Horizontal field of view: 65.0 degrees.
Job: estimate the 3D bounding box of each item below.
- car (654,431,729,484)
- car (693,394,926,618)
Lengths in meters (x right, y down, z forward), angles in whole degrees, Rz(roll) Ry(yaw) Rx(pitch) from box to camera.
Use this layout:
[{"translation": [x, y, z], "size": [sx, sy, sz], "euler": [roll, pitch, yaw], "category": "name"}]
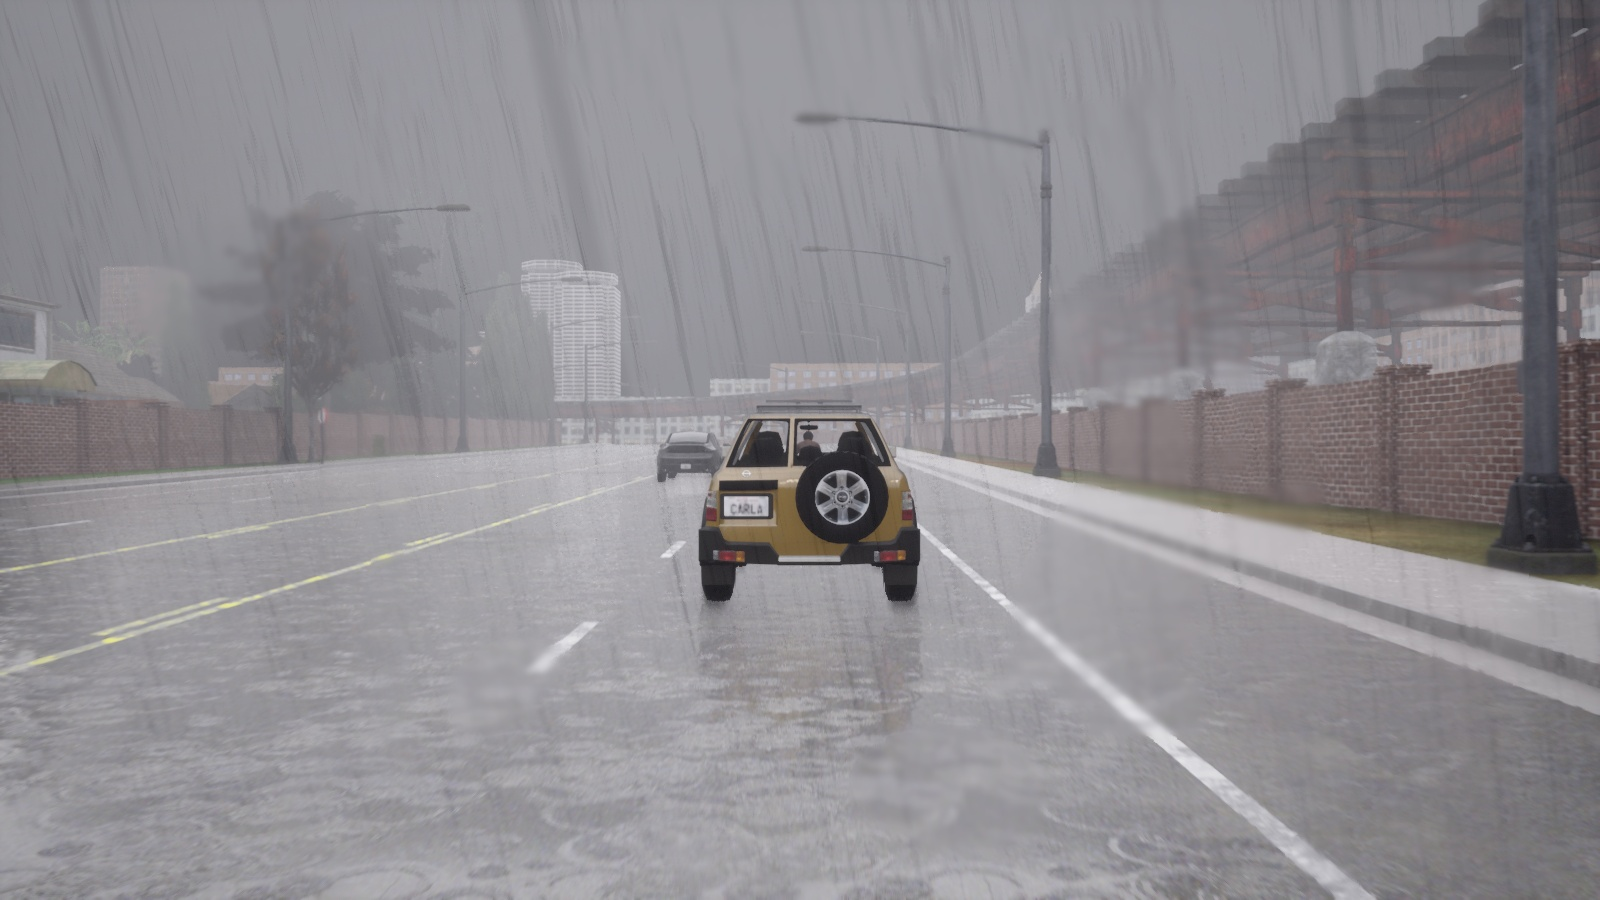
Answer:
[{"translation": [-3.258, 0.182, 38.410], "size": [1.837, 1.490, 4.892], "euler": [0, 1, 0], "category": "car"}, {"translation": [0.090, 0.427, 12.699], "size": [1.932, 1.855, 4.605], "euler": [0, 1, 0], "category": "car"}]
